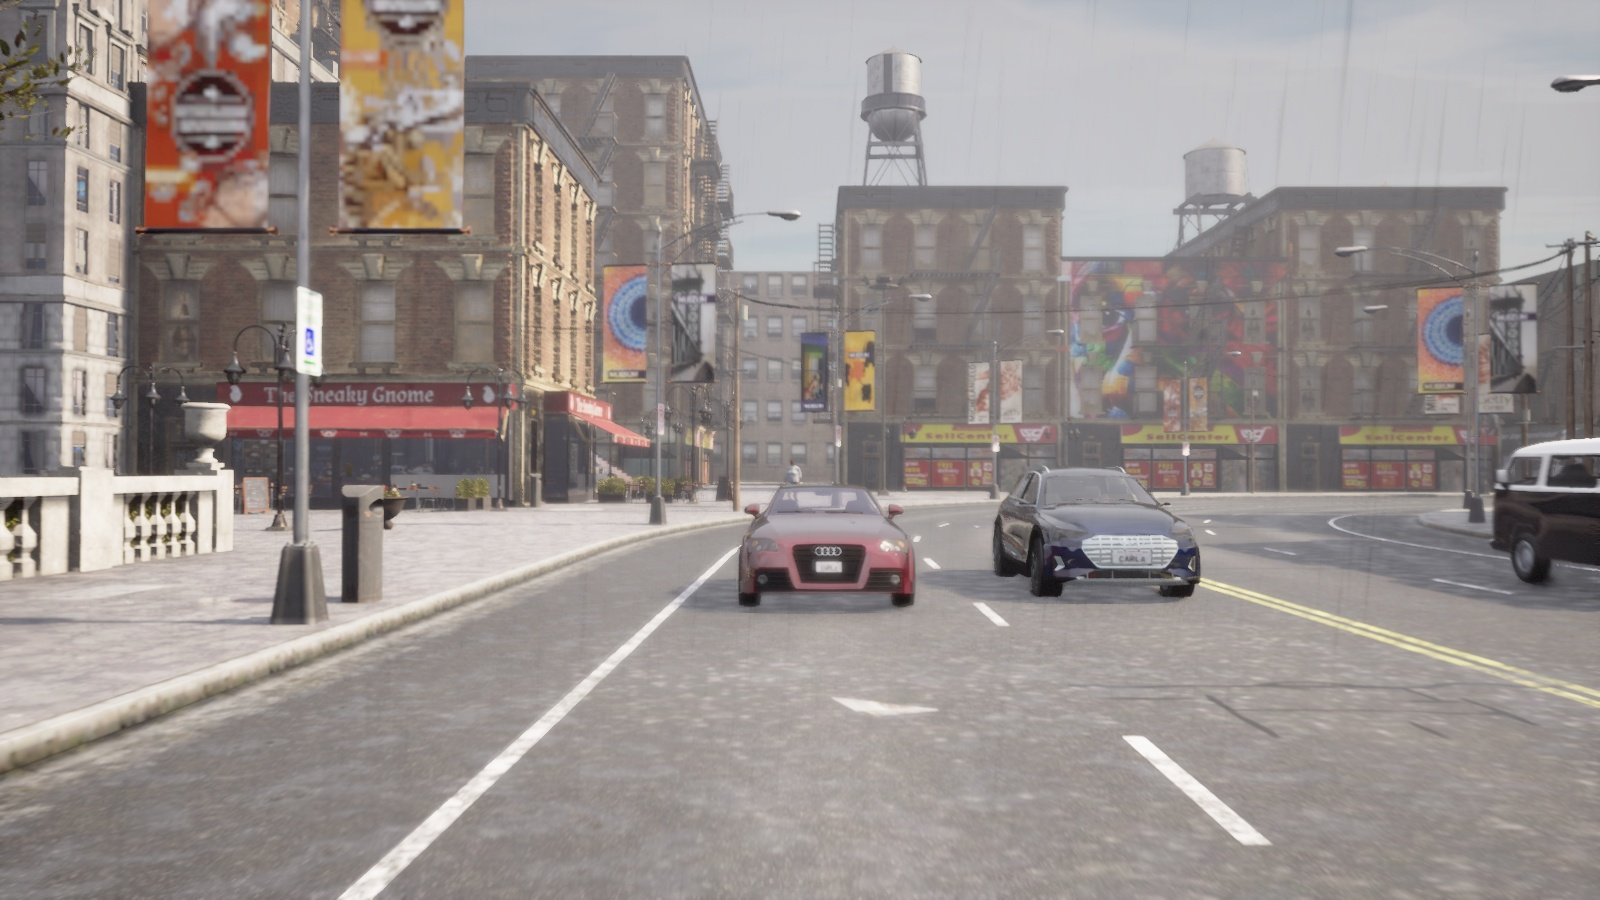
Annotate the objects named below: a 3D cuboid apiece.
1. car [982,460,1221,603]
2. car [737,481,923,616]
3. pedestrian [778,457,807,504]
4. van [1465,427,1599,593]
[{"bbox_3d":[3.836,0.980,16.956,2.033,1.649,4.856,0,-1,0],"label":"car"},{"bbox_3d":[0.287,1.108,15.546,1.994,1.385,4.181,0,-1,-1],"label":"car"},{"bbox_3d":[-0.293,1.220,49.927,0.874,1.855,0.900,-1,-1,18],"label":"pedestrian"},{"bbox_3d":[10.863,0.739,16.369,2.069,2.038,4.480,0,0,1],"label":"van"}]
